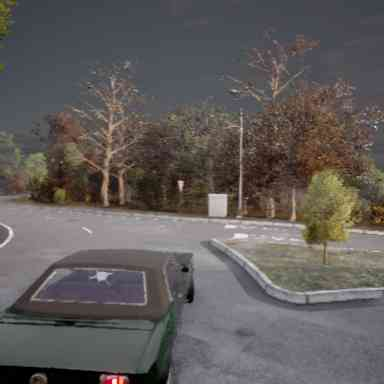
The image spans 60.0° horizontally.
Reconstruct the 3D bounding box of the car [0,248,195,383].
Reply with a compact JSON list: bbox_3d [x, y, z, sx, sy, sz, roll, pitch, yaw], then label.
[{"bbox_3d":[-1.002,1.480,4.876,1.895,1.301,4.718,1,1,5],"label":"car"}]
